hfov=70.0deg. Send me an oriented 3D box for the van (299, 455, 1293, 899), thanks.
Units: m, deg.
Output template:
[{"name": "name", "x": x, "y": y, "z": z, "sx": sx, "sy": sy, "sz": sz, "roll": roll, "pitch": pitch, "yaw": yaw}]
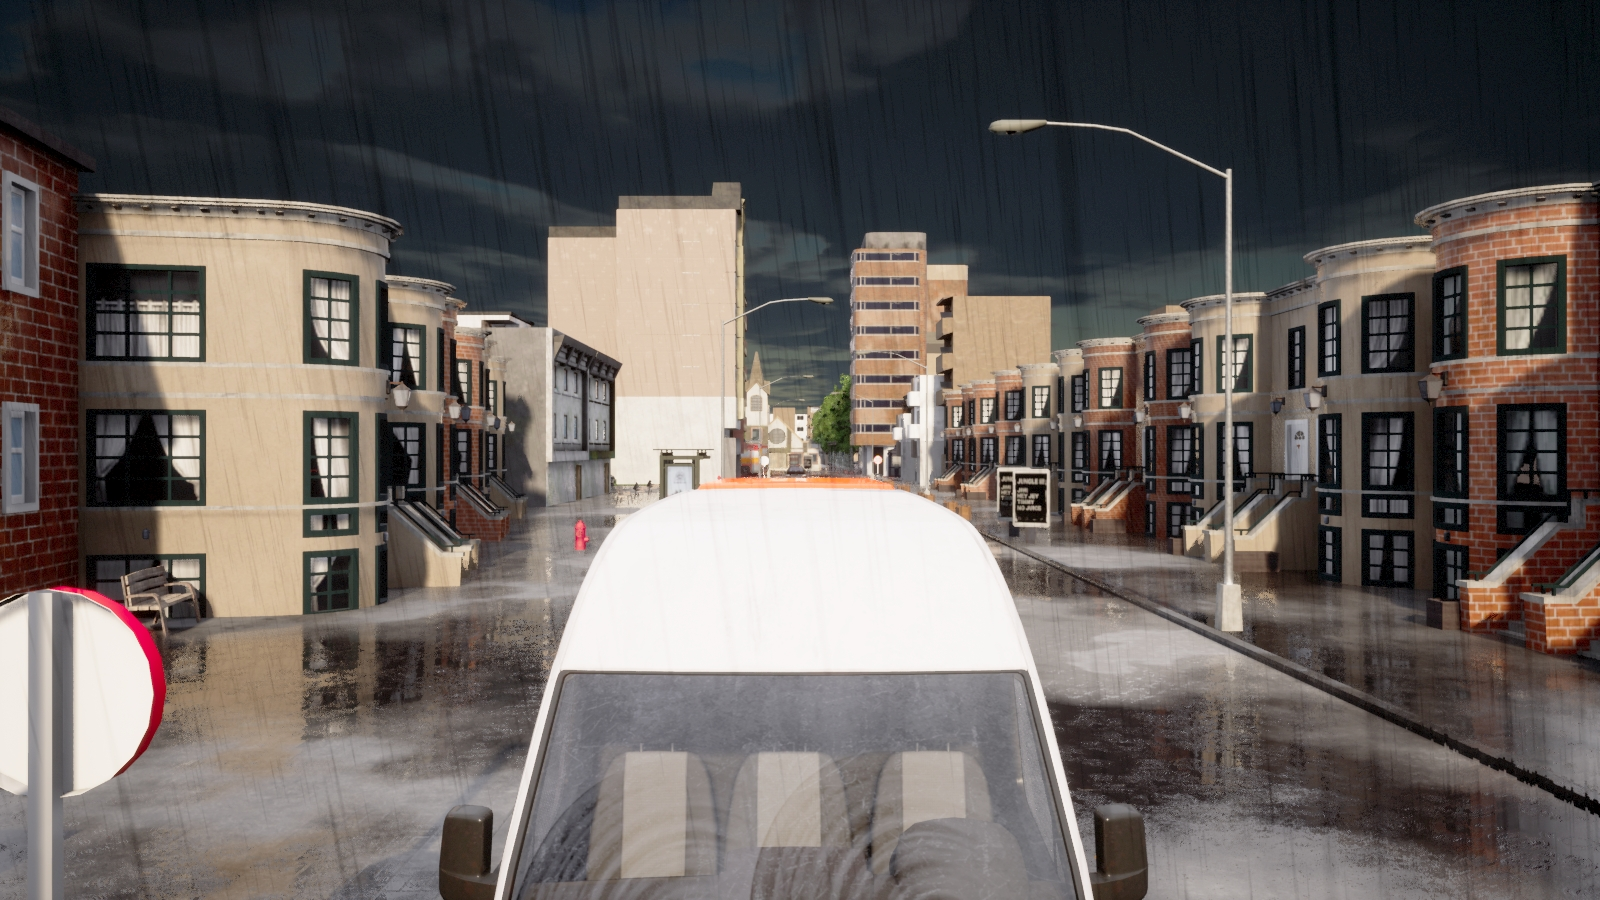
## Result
[{"name": "van", "x": -0.019, "y": 1.314, "z": 5.243, "sx": 1.988, "sy": 2.561, "sz": 5.915, "roll": 0, "pitch": 0, "yaw": 0}]
